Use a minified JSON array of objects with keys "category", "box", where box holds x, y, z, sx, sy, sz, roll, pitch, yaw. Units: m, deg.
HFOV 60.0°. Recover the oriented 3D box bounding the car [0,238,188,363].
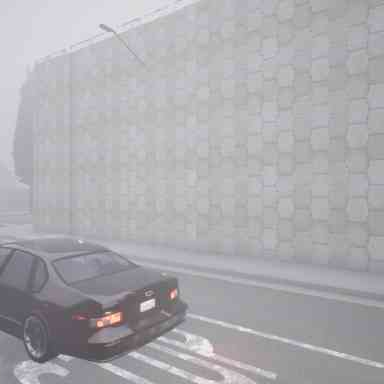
[{"category":"car","box":[-2.638,1.547,5.859,5.357,1.411,2.033,0,0,35]}]
